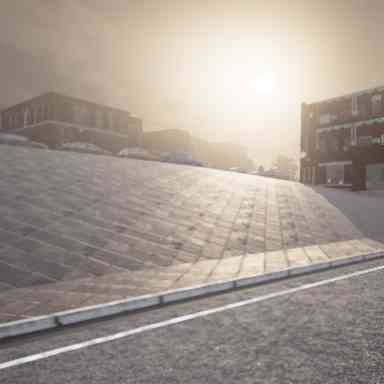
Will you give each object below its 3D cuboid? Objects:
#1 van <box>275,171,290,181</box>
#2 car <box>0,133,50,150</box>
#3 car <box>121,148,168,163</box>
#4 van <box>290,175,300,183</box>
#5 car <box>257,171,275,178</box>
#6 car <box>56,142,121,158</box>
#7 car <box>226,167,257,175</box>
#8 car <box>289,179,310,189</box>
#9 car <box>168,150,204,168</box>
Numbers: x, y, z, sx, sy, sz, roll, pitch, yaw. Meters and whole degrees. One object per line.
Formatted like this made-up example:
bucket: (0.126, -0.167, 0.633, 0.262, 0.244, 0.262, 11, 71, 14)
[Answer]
van: (13.376, -2.262, 53.055, 1.878, 1.987, 4.442, 1, -2, 39)
car: (-12.915, -3.462, 24.413, 4.674, 1.452, 2.002, 2, -1, -43)
car: (-5.030, -3.316, 32.165, 2.185, 1.767, 4.553, 1, -1, 45)
van: (16.771, -1.968, 57.421, 1.878, 1.987, 4.442, 1, -3, 38)
car: (9.776, -2.275, 48.664, 2.002, 1.452, 4.674, 1, -2, 40)
car: (-9.006, -3.357, 28.169, 4.892, 1.521, 2.231, 2, -1, -44)
car: (6.205, -2.526, 44.433, 2.002, 1.452, 4.674, 1, -2, 41)
car: (20.029, -1.410, 61.776, 2.163, 1.488, 4.792, 1, -3, 37)
car: (-1.145, -3.253, 36.214, 2.435, 2.045, 5.566, 1, -2, 44)
